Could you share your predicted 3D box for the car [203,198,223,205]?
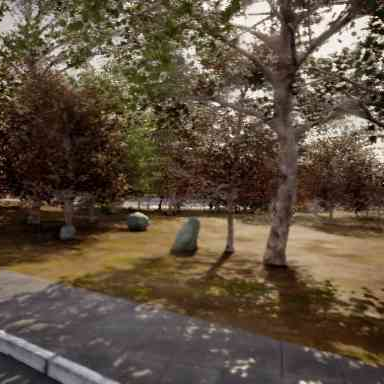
[{"bbox_3d":[5.298,2.510,90.700,2.435,2.045,5.566,5,1,44],"label":"car"}]
